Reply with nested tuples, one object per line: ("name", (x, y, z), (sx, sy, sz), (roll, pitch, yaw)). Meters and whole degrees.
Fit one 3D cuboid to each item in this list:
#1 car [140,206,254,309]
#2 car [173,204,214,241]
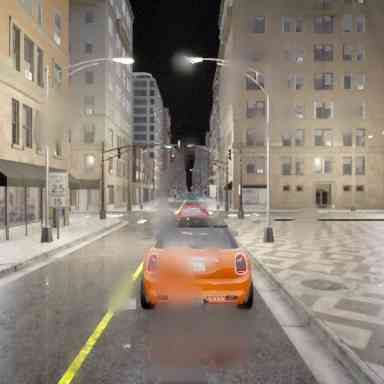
("car", (0.083, 1.352, 8.018), (2.097, 1.767, 4.553), (0, 0, 0))
("car", (0.070, 1.477, 17.618), (1.882, 1.535, 5.008), (0, 0, 0))
